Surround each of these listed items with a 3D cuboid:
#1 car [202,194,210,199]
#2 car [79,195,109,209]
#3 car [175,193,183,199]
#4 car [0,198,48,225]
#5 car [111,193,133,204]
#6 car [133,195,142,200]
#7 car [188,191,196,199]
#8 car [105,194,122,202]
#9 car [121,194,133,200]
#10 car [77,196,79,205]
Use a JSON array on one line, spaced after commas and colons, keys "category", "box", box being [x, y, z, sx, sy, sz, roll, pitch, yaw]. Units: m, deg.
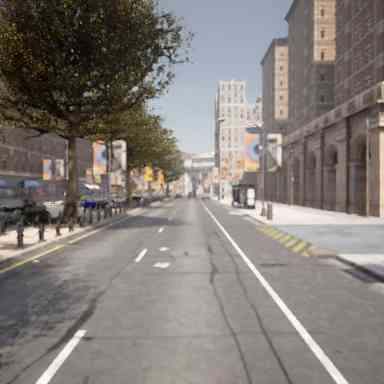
[{"category": "car", "box": [3.314, 1.131, 81.184, 1.895, 1.301, 4.718, 0, 0, 0]}, {"category": "car", "box": [-11.566, 1.372, 39.917, 1.895, 1.301, 4.718, 0, 0, 0]}, {"category": "car", "box": [-3.430, 1.020, 88.220, 1.812, 1.442, 4.674, 0, 0, 0]}, {"category": "car", "box": [-11.582, 1.223, 22.462, 2.097, 1.767, 4.553, 0, 0, 0]}, {"category": "car", "box": [-11.506, 1.039, 54.431, 2.097, 1.767, 4.553, 0, 0, 1]}, {"category": "car", "box": [-11.445, 1.198, 69.377, 1.895, 1.301, 4.718, 0, 0, 0]}, {"category": "car", "box": [0.071, 0.720, 88.420, 2.150, 2.045, 5.566, 0, 0, 0]}, {"category": "car", "box": [-14.949, 1.127, 63.816, 2.128, 1.511, 4.902, 0, 0, 0]}, {"category": "car", "box": [-14.939, 1.109, 76.449, 1.994, 1.385, 4.181, 0, 0, 0]}, {"category": "car", "box": [-15.050, 1.238, 46.258, 1.837, 1.490, 4.892, 0, 0, 0]}]
